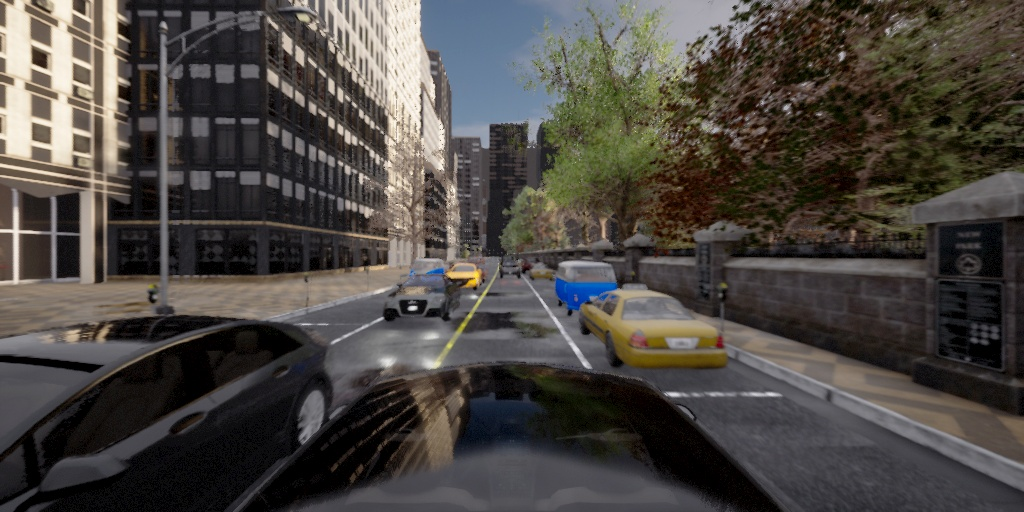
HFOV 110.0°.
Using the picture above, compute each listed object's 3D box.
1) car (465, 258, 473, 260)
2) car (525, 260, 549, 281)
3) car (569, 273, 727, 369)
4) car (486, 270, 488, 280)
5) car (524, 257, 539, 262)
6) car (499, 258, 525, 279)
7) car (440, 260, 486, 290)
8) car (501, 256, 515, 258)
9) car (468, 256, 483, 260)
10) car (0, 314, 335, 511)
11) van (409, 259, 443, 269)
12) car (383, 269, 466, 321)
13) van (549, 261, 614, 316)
[{"bbox_3d":[-5.867,1.278,40.628,1.888,1.381,4.507,0,0,-1],"label":"car"},{"bbox_3d":[2.350,1.262,29.892,1.751,1.417,4.829,0,0,-1],"label":"car"},{"bbox_3d":[2.555,1.273,7.715,1.751,1.417,4.829,0,0,0],"label":"car"},{"bbox_3d":[-2.944,1.396,28.436,1.895,1.301,4.718,0,0,-1],"label":"car"},{"bbox_3d":[2.156,1.044,40.818,2.192,1.841,5.009,0,0,-1],"label":"car"},{"bbox_3d":[-0.174,1.228,32.889,2.128,1.511,4.902,0,0,-1],"label":"car"},{"bbox_3d":[-2.954,1.221,22.670,1.882,1.535,5.008,0,0,0],"label":"car"},{"bbox_3d":[-0.490,0.951,45.401,2.150,2.045,5.566,0,0,-1],"label":"car"},{"bbox_3d":[-6.283,1.033,57.268,2.192,1.841,5.009,0,0,-2],"label":"car"},{"bbox_3d":[-2.887,1.257,2.248,1.837,1.490,4.892,0,0,-2],"label":"car"},{"bbox_3d":[-5.597,1.084,23.988,1.690,1.789,3.998,0,0,-1],"label":"van"},{"bbox_3d":[-2.894,1.312,12.316,1.994,1.385,4.181,0,0,-1],"label":"car"},{"bbox_3d":[2.528,1.086,13.090,1.690,1.789,3.998,0,0,0],"label":"van"}]
